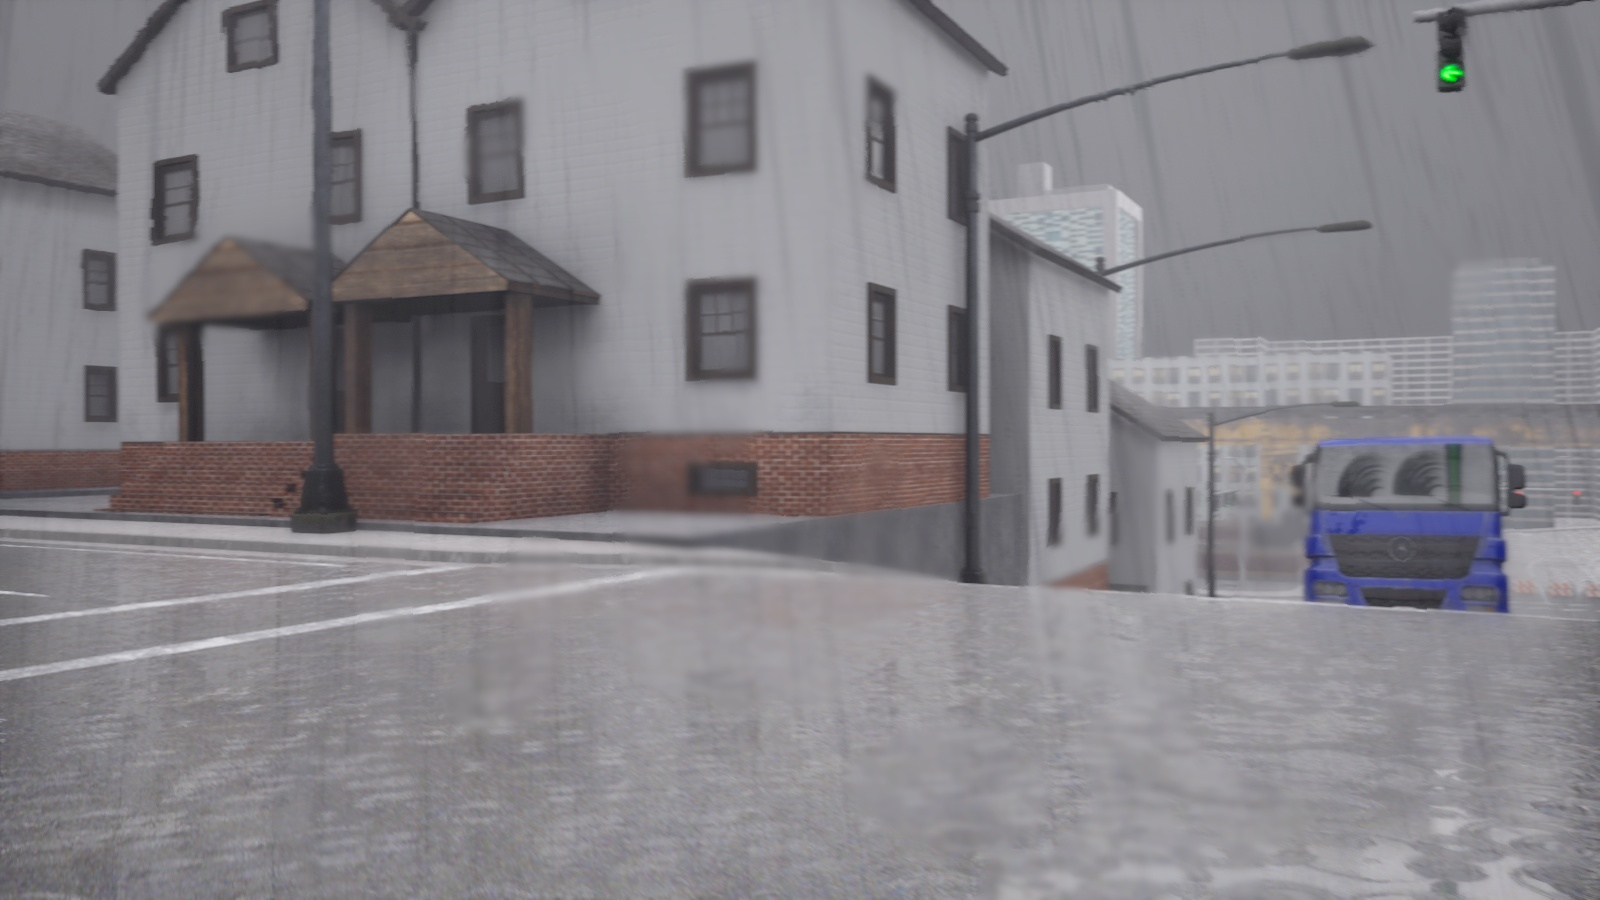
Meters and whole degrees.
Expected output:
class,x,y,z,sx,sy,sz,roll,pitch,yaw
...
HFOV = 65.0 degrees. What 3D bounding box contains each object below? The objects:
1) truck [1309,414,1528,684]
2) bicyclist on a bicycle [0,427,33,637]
class,x,y,z,sx,sy,sz,roll,pitch,yaw
truck,11.031,2.054,22.273,2.891,3.462,7.936,-1,-13,28
bicyclist on a bicycle,-6.906,0.635,9.893,1.509,1.612,0.866,0,1,32
